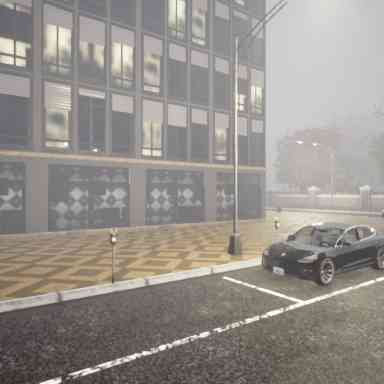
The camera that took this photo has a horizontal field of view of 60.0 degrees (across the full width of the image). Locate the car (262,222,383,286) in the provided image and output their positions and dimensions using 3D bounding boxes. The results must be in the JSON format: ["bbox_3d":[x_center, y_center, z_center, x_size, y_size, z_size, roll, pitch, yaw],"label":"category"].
[{"bbox_3d":[3.896,1.561,9.423,4.313,1.339,1.947,0,0,-35],"label":"car"}]
